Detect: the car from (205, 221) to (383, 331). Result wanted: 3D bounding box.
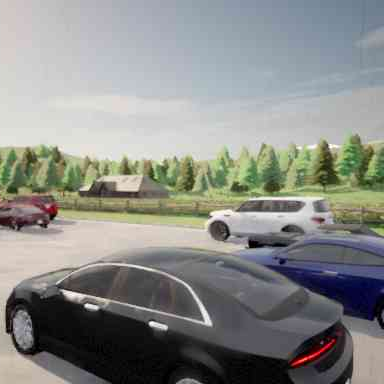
[{"bbox_3d":[2.605,1.523,6.434,4.674,1.442,1.812,0,0,36],"label":"car"}]

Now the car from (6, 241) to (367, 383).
[{"bbox_3d":[-0.583,1.501,4.410,4.892,1.490,1.837,0,0,36],"label":"car"}]

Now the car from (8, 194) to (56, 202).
[{"bbox_3d":[-12.776,1.185,26.007,5.566,2.045,2.150,0,0,35],"label":"car"}]

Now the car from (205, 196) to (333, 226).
[{"bbox_3d":[3.243,1.213,14.579,5.566,2.045,2.150,0,0,36],"label":"car"}]

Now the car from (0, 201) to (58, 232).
[{"bbox_3d":[-10.403,1.497,19.998,4.674,1.442,1.812,0,0,35],"label":"car"}]

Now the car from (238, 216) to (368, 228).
[{"bbox_3d":[3.972,1.597,9.757,4.718,1.301,1.895,0,0,36],"label":"car"}]
